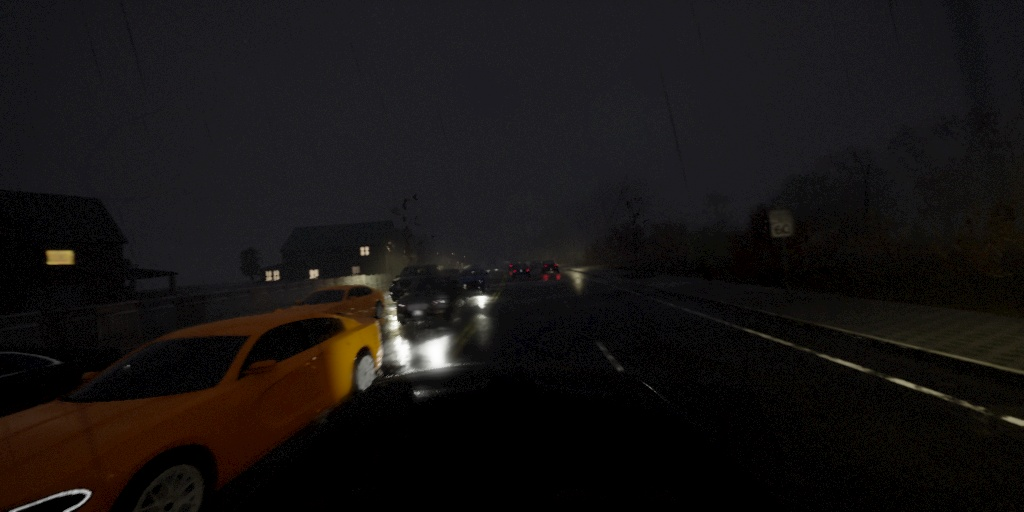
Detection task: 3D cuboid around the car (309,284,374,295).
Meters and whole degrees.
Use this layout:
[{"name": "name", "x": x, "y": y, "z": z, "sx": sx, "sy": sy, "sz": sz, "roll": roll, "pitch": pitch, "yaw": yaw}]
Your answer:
[{"name": "car", "x": -6.192, "y": 1.806, "z": 12.672, "sx": 1.882, "sy": 1.535, "sz": 5.008, "roll": -5, "pitch": 0, "yaw": 2}]

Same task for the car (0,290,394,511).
[{"name": "car", "x": -3.367, "y": 1.519, "z": 4.327, "sx": 1.882, "sy": 1.535, "sz": 5.008, "roll": -5, "pitch": 0, "yaw": 4}]

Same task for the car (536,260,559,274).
[{"name": "car", "x": 4.118, "y": 1.191, "z": 40.208, "sx": 1.812, "sy": 1.442, "sz": 4.674, "roll": -5, "pitch": 0, "yaw": 0}]

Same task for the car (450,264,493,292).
[{"name": "car", "x": -2.593, "y": 1.587, "z": 24.237, "sx": 1.882, "sy": 1.535, "sz": 5.008, "roll": -5, "pitch": 0, "yaw": 1}]

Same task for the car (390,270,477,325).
[{"name": "car", "x": -2.903, "y": 1.558, "z": 13.821, "sx": 2.128, "sy": 1.511, "sz": 4.902, "roll": -5, "pitch": 0, "yaw": 2}]

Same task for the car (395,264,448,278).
[{"name": "car", "x": -5.887, "y": 1.589, "z": 22.755, "sx": 2.150, "sy": 2.045, "sz": 5.566, "roll": -5, "pitch": 0, "yaw": 1}]

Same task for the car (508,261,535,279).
[{"name": "car", "x": 0.885, "y": 1.451, "z": 36.328, "sx": 2.033, "sy": 1.411, "sz": 5.357, "roll": -5, "pitch": 0, "yaw": 0}]

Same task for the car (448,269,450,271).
[{"name": "car", "x": -5.698, "y": 1.921, "z": 32.902, "sx": 1.837, "sy": 1.490, "sz": 4.892, "roll": -5, "pitch": 0, "yaw": 0}]
